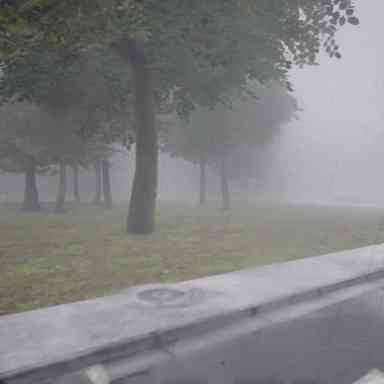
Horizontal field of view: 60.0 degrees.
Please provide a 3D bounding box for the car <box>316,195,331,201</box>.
[{"bbox_3d":[31.494,1.312,78.465,2.033,1.411,5.357,0,0,-12],"label":"car"}]

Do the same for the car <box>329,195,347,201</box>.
[{"bbox_3d":[34.671,1.331,79.149,1.994,1.385,4.181,0,0,-12],"label":"car"}]

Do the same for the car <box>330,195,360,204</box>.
[{"bbox_3d":[28.405,1.491,61.925,1.994,1.385,4.181,0,0,-12],"label":"car"}]

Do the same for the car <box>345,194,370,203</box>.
[{"bbox_3d":[33.771,1.295,67.903,2.097,1.767,4.553,0,0,-12],"label":"car"}]

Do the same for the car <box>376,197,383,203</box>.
[{"bbox_3d":[36.860,1.486,68.994,2.033,1.411,5.357,0,0,-12],"label":"car"}]

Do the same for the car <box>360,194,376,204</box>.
[{"bbox_3d":[31.592,1.467,62.583,1.812,1.442,4.674,0,0,-12],"label":"car"}]
